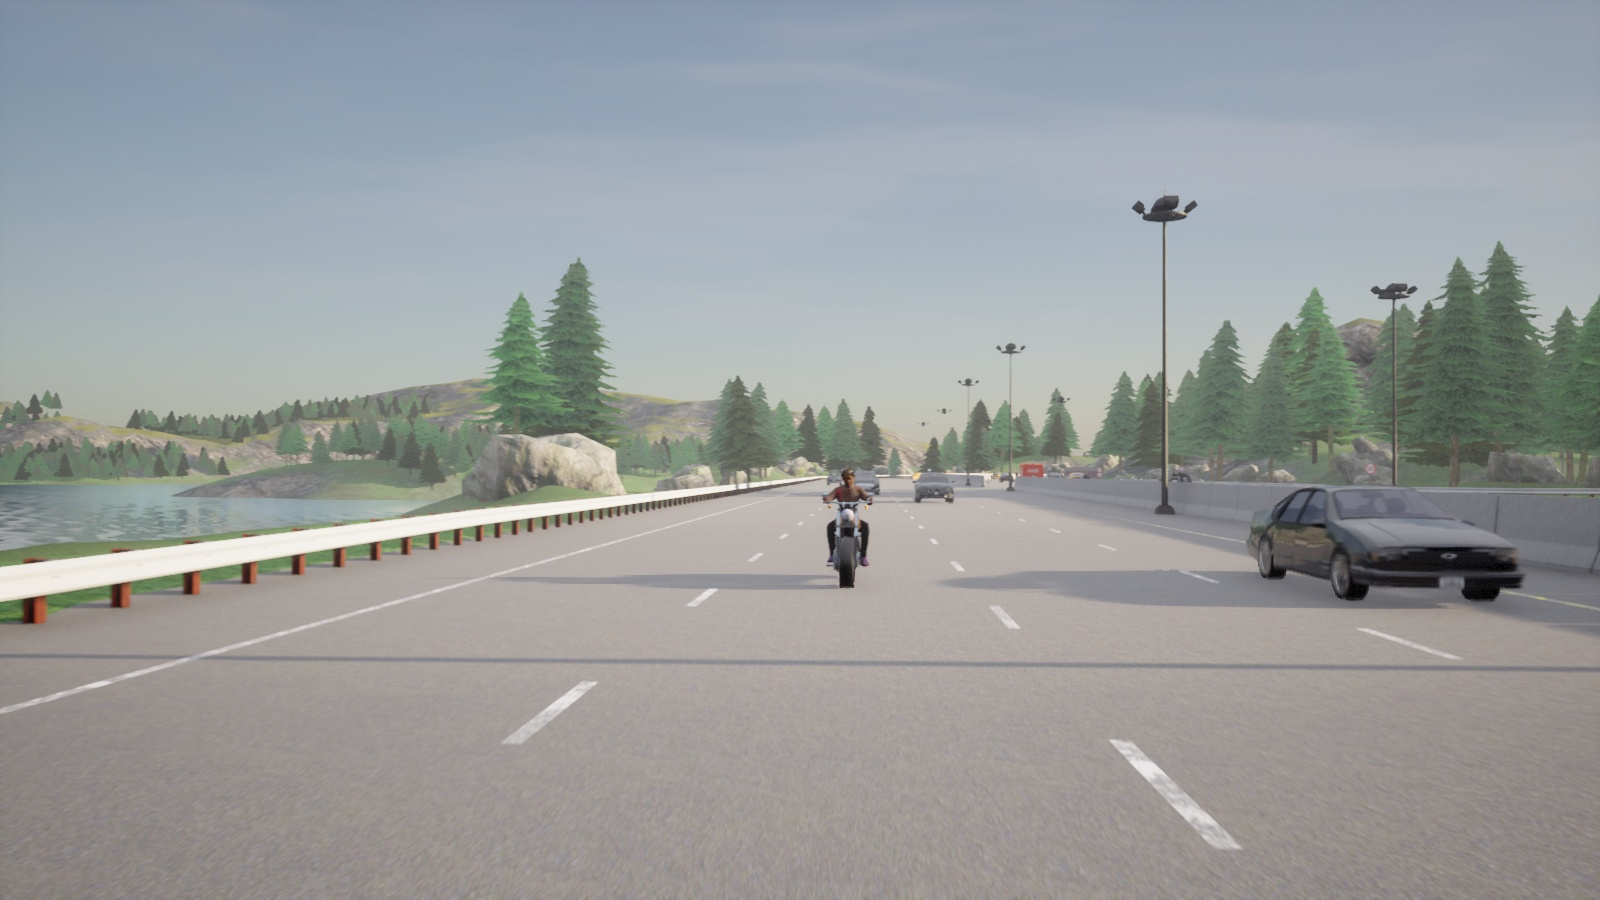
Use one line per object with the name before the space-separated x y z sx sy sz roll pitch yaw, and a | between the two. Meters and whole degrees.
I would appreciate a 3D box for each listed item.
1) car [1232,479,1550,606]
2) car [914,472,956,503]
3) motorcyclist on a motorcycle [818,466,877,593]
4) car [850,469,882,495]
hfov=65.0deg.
car | 7.666 1.119 17.032 2.033 1.411 5.357 0 -1 3
car | 6.740 1.851 63.064 1.837 1.490 4.892 0 -1 3
motorcyclist on a motorcycle | 0.686 1.057 17.594 0.766 1.649 2.350 0 -1 3
car | 4.329 2.112 82.581 2.033 1.649 4.856 0 -1 3
